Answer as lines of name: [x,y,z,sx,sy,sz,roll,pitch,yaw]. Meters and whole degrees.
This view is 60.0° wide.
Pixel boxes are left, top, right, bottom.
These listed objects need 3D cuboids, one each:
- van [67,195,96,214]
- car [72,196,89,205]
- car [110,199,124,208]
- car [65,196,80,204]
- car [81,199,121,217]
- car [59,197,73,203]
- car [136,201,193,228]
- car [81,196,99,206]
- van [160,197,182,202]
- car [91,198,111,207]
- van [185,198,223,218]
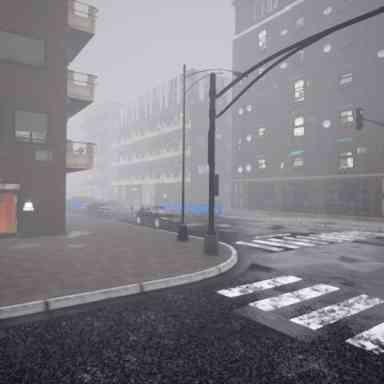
van: [-11.728,1.359,35.565,1.690,1.788,3.998,1,-1,-35]
car: [-21.118,1.602,63.065,1.967,1.590,4.097,1,-1,-35]
car: [-11.593,1.680,49.247,1.887,1.381,4.507,1,-1,-35]
car: [-24.293,1.610,67.671,1.967,1.590,4.097,1,-1,-35]
car: [-8.555,1.590,30.957,1.802,1.307,4.206,1,-1,-35]
car: [-27.470,1.723,72.276,1.887,1.381,4.507,1,-1,-35]
car: [-2.204,1.538,21.746,2.008,1.369,4.403,1,-1,-35]
car: [-17.942,1.593,58.460,1.967,1.590,4.097,1,-1,-35]
van: [-2.066,1.446,35.431,1.690,1.788,3.998,1,-1,-35]
car: [-14.768,1.726,53.853,1.802,1.307,4.206,1,-1,-35]
van: [1.110,1.436,30.825,1.690,1.788,3.998,1,-1,-35]
